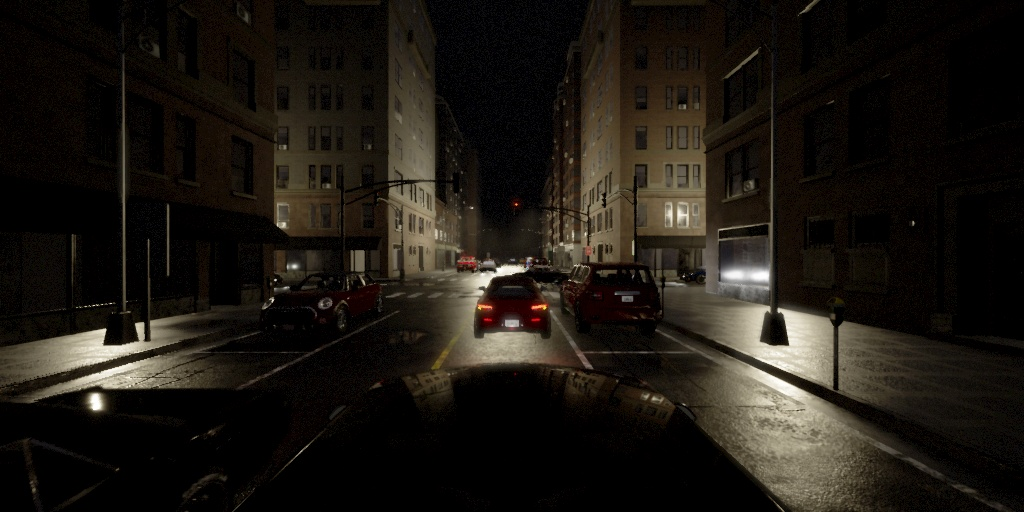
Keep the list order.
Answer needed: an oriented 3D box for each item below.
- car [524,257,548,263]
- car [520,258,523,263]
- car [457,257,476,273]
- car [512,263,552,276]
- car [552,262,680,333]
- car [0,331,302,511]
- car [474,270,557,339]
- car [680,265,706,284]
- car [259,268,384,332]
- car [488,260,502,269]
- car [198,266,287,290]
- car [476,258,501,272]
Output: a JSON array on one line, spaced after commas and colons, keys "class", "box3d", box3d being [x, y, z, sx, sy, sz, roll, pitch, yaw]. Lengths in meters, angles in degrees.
[{"class": "car", "box3d": [2.766, 1.063, 37.660, 2.192, 1.841, 5.009, 0, 0, 0]}, {"class": "car", "box3d": [2.784, 1.061, 54.172, 2.192, 1.841, 5.009, 0, 0, 0]}, {"class": "car", "box3d": [-5.342, 1.062, 43.178, 2.192, 1.841, 5.009, 0, 0, 0]}, {"class": "car", "box3d": [2.414, 1.340, 24.300, 4.718, 1.301, 1.895, 0, 0, 41]}, {"class": "car", "box3d": [2.652, 1.064, 10.604, 2.192, 1.841, 5.009, 0, 0, 0]}, {"class": "car", "box3d": [-2.855, 1.351, 0.876, 1.895, 1.301, 4.718, 0, 0, 0]}, {"class": "car", "box3d": [0.021, 1.276, 9.960, 1.812, 1.442, 4.674, 0, 0, 1]}, {"class": "car", "box3d": [14.289, 1.271, 25.679, 4.181, 1.385, 1.994, 0, 0, -1]}, {"class": "car", "box3d": [-5.373, 1.189, 10.619, 1.967, 1.591, 4.097, 0, 0, 0]}, {"class": "car", "box3d": [-2.729, 1.347, 58.562, 1.895, 1.301, 4.718, 0, 0, 0]}, {"class": "car", "box3d": [-17.077, 1.362, 22.858, 4.181, 1.385, 1.994, 0, 0, 0]}, {"class": "car", "box3d": [-2.776, 1.295, 43.092, 2.033, 1.411, 5.357, 0, 0, 0]}]
